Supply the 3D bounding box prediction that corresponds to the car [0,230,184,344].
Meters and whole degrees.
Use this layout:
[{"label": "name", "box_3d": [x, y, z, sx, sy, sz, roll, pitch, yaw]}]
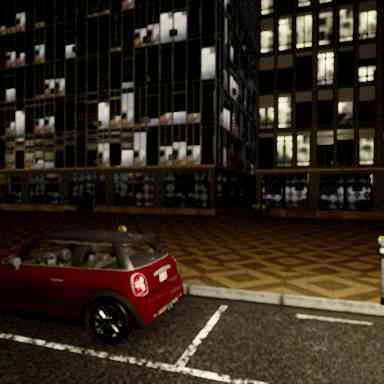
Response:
[{"label": "car", "box_3d": [-2.313, 1.439, 6.232, 4.097, 1.590, 1.967, 0, 0, 20]}]
